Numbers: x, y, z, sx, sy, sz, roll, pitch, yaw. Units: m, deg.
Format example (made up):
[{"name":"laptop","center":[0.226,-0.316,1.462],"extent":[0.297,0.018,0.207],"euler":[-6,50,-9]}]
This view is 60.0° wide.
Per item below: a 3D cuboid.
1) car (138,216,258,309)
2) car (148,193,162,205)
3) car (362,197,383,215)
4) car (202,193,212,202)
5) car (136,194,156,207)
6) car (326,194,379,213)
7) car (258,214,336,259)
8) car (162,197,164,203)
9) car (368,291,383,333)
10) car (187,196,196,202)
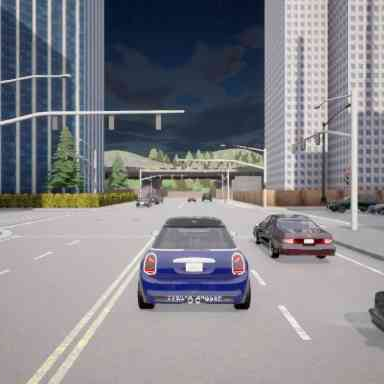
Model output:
[{"name":"car","center":[0.054,1.352,8.012],"extent":[2.097,1.767,4.553],"euler":[0,0,0]},{"name":"car","center":[-7.110,1.221,59.648],"extent":[2.150,2.045,5.566],"euler":[0,0,0]},{"name":"car","center":[19.999,1.526,33.089],"extent":[4.674,1.442,1.812],"euler":[0,0,0]},{"name":"car","center":[3.450,1.202,77.733],"extent":[2.150,2.045,5.566],"euler":[0,0,0]},{"name":"car","center":[-7.127,1.491,49.781],"extent":[2.128,1.511,4.902],"euler":[0,0,0]},{"name":"car","center":[17.820,1.221,36.622],"extent":[5.566,2.045,2.150],"euler":[0,0,0]},{"name":"car","center":[3.602,1.547,12.641],"extent":[2.033,1.411,5.357],"euler":[0,0,1]},{"name":"car","center":[-7.045,1.552,69.514],"extent":[1.994,1.385,4.181],"euler":[0,0,0]},{"name":"car","center":[3.599,1.547,2.573],"extent":[2.033,1.411,5.357],"euler":[0,0,0]},{"name":"car","center":[-0.030,1.596,72.250],"extent":[1.895,1.301,4.718],"euler":[0,0,0]}]
